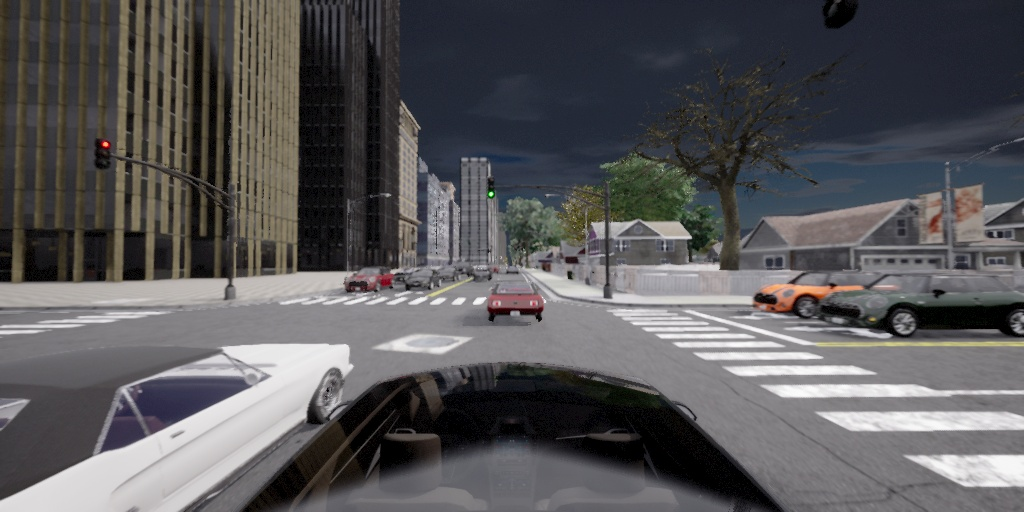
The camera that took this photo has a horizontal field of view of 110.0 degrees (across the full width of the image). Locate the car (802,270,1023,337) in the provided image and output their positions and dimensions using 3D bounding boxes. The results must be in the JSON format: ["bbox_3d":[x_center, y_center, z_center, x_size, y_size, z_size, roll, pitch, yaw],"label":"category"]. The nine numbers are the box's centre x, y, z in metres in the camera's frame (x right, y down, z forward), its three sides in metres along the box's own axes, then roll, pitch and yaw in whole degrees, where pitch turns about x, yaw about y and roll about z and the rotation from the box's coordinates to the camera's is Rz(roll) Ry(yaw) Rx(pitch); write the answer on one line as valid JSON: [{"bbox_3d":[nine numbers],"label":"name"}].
[{"bbox_3d":[11.617,1.261,10.353,4.553,1.767,2.097,0,-1,0],"label":"car"}]

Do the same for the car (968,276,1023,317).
[{"bbox_3d":[21.225,1.501,13.524,5.357,1.411,2.033,0,-1,0],"label":"car"}]

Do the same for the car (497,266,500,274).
[{"bbox_3d":[-3.152,2.043,59.582,2.097,1.767,4.553,0,-1,1],"label":"car"}]

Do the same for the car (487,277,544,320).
[{"bbox_3d":[0.116,1.641,13.950,1.895,1.301,4.718,0,-1,0],"label":"car"}]

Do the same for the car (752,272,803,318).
[{"bbox_3d":[11.754,1.342,13.603,4.553,1.767,2.097,0,-1,1],"label":"car"}]

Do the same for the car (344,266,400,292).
[{"bbox_3d":[-9.813,1.546,25.080,2.097,1.767,4.553,0,-1,0],"label":"car"}]

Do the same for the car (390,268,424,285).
[{"bbox_3d":[-9.791,1.887,33.710,1.994,1.385,4.181,0,-1,0],"label":"car"}]

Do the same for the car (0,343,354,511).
[{"bbox_3d":[-3.164,1.402,2.952,1.895,1.301,4.718,-1,-1,0],"label":"car"}]

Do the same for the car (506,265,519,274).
[{"bbox_3d":[0.070,2.205,57.126,1.994,1.385,4.181,0,-1,0],"label":"car"}]

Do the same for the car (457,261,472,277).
[{"bbox_3d":[-6.444,1.742,47.675,2.150,2.045,5.566,0,-1,0],"label":"car"}]

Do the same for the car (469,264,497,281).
[{"bbox_3d":[-3.105,1.868,38.955,2.128,1.511,4.902,0,-1,0],"label":"car"}]

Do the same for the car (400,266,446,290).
[{"bbox_3d":[-6.556,1.713,26.889,1.837,1.490,4.892,0,-1,0],"label":"car"}]

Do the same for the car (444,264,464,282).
[{"bbox_3d":[-6.514,1.865,37.027,1.837,1.490,4.892,0,-1,1],"label":"car"}]
